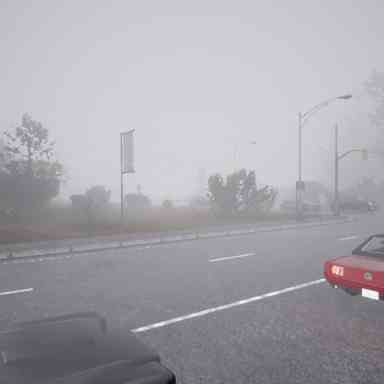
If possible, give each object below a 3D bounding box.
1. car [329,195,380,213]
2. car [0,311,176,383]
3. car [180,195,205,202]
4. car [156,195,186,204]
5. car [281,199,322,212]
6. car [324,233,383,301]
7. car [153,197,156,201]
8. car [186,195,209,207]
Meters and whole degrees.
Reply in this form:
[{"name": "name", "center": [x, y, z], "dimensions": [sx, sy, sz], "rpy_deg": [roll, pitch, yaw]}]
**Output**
[{"name": "car", "center": [16.586, 1.120, 34.019], "dimensions": [2.097, 1.767, 4.553], "rpy_deg": [-1, 0, -41]}, {"name": "car", "center": [-2.376, 1.601, 2.041], "dimensions": [4.718, 1.301, 1.895], "rpy_deg": [0, 0, -36]}, {"name": "car", "center": [0.046, 1.275, 65.737], "dimensions": [2.033, 1.411, 5.357], "rpy_deg": [-1, 0, -38]}, {"name": "car", "center": [-3.707, 1.262, 58.971], "dimensions": [1.882, 1.535, 5.008], "rpy_deg": [-1, 0, -38]}, {"name": "car", "center": [11.299, 1.365, 34.562], "dimensions": [1.994, 1.385, 4.181], "rpy_deg": [-1, 0, -36]}, {"name": "car", "center": [5.072, 1.570, 7.378], "dimensions": [4.718, 1.301, 1.895], "rpy_deg": [0, 0, -36]}, {"name": "car", "center": [-6.684, 1.328, 74.005], "dimensions": [1.895, 1.301, 4.718], "rpy_deg": [-1, 0, -38]}, {"name": "car", "center": [1.826, 1.285, 46.465], "dimensions": [1.882, 1.535, 5.008], "rpy_deg": [-1, 0, -39]}]
